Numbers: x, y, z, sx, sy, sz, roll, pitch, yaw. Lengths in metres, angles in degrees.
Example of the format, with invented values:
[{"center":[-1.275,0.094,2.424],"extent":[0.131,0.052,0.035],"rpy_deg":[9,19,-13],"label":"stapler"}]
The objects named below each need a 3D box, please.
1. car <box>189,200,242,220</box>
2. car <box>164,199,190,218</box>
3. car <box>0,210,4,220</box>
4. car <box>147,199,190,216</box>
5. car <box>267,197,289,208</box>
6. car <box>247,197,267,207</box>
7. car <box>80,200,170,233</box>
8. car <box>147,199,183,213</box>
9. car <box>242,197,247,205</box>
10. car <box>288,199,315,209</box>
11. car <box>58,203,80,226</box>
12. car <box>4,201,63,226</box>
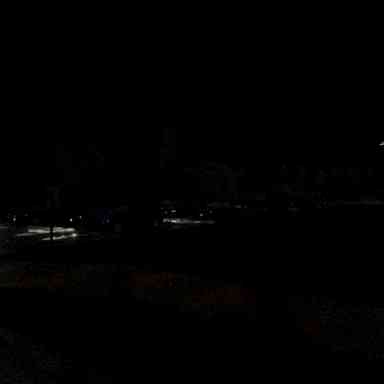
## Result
[{"center":[2.100,1.524,27.964],"extent":[1.812,1.442,4.674],"rpy_deg":[0,0,36],"label":"car"},{"center":[-0.769,1.501,29.997],"extent":[1.837,1.490,4.892],"rpy_deg":[0,0,36],"label":"car"},{"center":[-12.361,1.499,25.962],"extent":[1.837,1.490,4.892],"rpy_deg":[0,1,36],"label":"car"},{"center":[-2.308,1.523,33.803],"extent":[1.812,1.442,4.674],"rpy_deg":[0,0,36],"label":"car"},{"center":[13.525,1.545,49.524],"extent":[2.033,1.411,5.357],"rpy_deg":[0,0,37],"label":"car"},{"center":[11.055,1.475,52.070],"extent":[1.882,1.535,5.008],"rpy_deg":[0,0,37],"label":"car"},{"center":[-3.830,1.476,19.837],"extent":[1.882,1.535,5.008],"rpy_deg":[0,0,36],"label":"car"},{"center":[-3.059,1.560,38.744],"extent":[1.994,1.385,4.181],"rpy_deg":[0,0,36],"label":"car"},{"center":[9.411,1.564,55.720],"extent":[1.994,1.385,4.181],"rpy_deg":[0,0,36],"label":"car"},{"center":[15.498,1.599,46.308],"extent":[1.895,1.301,4.718],"rpy_deg":[0,0,37],"label":"car"},{"center":[-6.357,1.561,22.320],"extent":[1.994,1.385,4.181],"rpy_deg":[0,0,36],"label":"car"},{"center":[-9.951,1.488,23.327],"extent":[2.128,1.511,4.902],"rpy_deg":[0,0,36],"label":"car"}]
